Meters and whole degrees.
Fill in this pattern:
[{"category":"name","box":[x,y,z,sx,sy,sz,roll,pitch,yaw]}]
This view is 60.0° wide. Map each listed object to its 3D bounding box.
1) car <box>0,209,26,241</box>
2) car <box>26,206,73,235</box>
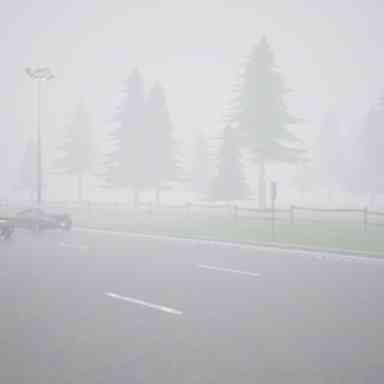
[{"category":"car","box":[-10.208,1.488,15.560,4.902,1.511,2.128,0,0,35]},{"category":"car","box":[-8.620,1.523,18.726,4.674,1.442,1.812,0,0,35]}]
